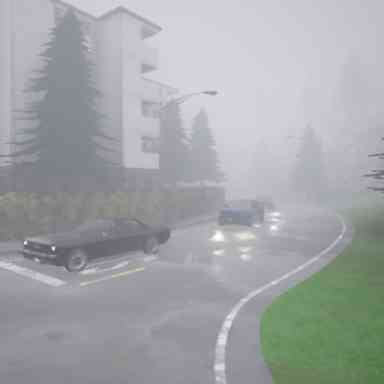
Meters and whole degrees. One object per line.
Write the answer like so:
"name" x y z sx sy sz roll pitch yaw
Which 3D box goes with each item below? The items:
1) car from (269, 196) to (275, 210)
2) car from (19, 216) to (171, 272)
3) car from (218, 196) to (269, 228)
"car" 6.917 1.029 32.245 1.895 1.301 4.718 0 1 8
"car" -2.889 1.505 10.805 1.895 1.301 4.718 1 2 37
"car" 3.118 1.168 20.354 1.882 1.535 5.008 1 2 24
